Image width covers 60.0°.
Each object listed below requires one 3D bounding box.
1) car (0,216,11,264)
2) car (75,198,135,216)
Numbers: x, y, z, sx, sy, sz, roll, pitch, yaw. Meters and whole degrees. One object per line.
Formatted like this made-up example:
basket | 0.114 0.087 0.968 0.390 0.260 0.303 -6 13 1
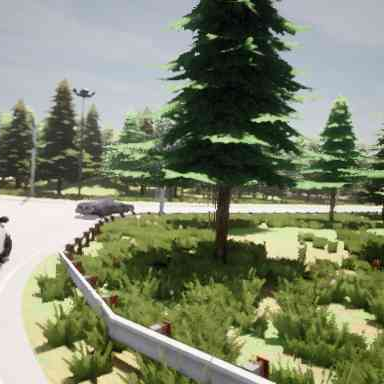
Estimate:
car | -6.217 1.225 8.594 2.150 2.045 5.566 3 -1 -22
car | -6.708 1.170 26.353 2.033 1.411 5.357 5 3 26
